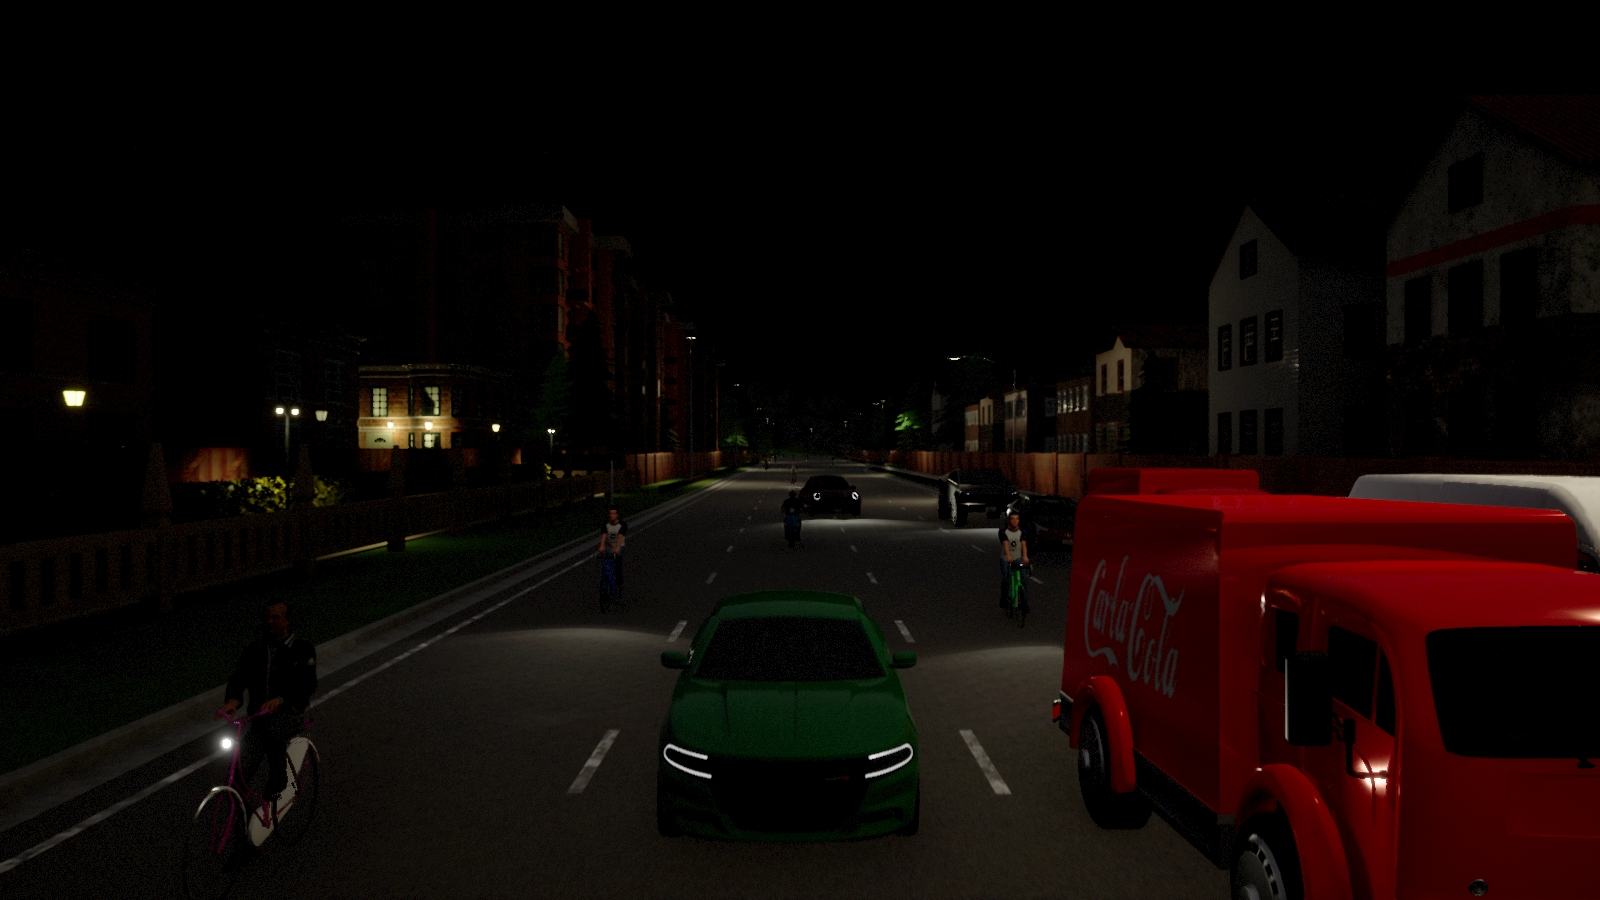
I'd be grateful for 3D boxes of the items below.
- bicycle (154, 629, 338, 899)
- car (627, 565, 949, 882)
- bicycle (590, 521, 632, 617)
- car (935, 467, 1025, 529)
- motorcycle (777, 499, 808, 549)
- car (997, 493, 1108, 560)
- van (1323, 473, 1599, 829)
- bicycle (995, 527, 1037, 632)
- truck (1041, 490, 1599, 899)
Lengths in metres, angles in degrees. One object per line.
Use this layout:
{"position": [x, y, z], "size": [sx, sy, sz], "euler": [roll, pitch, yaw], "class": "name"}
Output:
{"position": [-3.567, 2.056, 7.512], "size": [0.329, 1.471, 1.835], "euler": [0, 0, 0], "class": "bicycle"}
{"position": [-0.095, 2.029, 9.940], "size": [2.097, 1.535, 5.006], "euler": [0, 0, 0], "class": "car"}
{"position": [-3.293, 2.046, 19.966], "size": [0.373, 1.496, 1.643], "euler": [0, 0, 3], "class": "bicycle"}
{"position": [6.711, 1.735, 43.374], "size": [2.390, 2.098, 6.274], "euler": [0, 0, 0], "class": "car"}
{"position": [-0.217, 2.127, 32.991], "size": [0.856, 1.316, 1.805], "euler": [0, 0, 0], "class": "motorcycle"}
{"position": [6.780, 2.027, 31.209], "size": [2.007, 1.525, 4.514], "euler": [0, 0, 0], "class": "car"}
{"position": [6.909, 1.531, 9.921], "size": [1.988, 2.561, 5.915], "euler": [0, 0, 0], "class": "van"}
{"position": [3.452, 2.048, 18.360], "size": [0.373, 1.496, 1.643], "euler": [0, 0, 0], "class": "bicycle"}
{"position": [3.420, 1.569, 7.321], "size": [2.627, 2.467, 5.204], "euler": [0, 0, 0], "class": "truck"}
